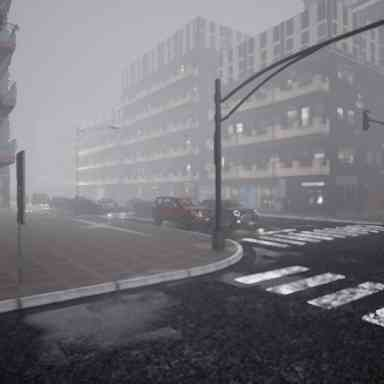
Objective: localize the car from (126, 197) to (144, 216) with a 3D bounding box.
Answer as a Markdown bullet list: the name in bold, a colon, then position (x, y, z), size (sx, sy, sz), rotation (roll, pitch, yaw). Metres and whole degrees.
- **car**: position (-3.436, 1.370, 28.637), size (2.033, 1.411, 5.357), rotation (-1, 0, -36)

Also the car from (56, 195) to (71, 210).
- **car**: position (-13.904, 1.370, 38.697), size (1.947, 1.339, 4.313), rotation (0, 0, -36)

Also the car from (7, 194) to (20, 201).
- **car**: position (-40.472, 1.191, 75.408), size (1.967, 1.590, 4.097), rotation (-1, 0, -36)

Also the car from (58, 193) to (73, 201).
- **car**: position (-27.041, 1.129, 71.143), size (1.967, 1.590, 4.097), rotation (-1, 0, -36)

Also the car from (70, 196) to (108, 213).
- **car**: position (-10.583, 1.363, 34.108), size (1.887, 1.381, 4.507), rotation (0, 0, -36)

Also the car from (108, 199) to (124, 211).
- **car**: position (-9.168, 1.397, 36.576), size (1.895, 1.301, 4.718), rotation (-1, 0, -36)

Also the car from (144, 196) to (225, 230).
- **car**: position (-0.621, 1.182, 20.339), size (2.192, 1.841, 5.009), rotation (0, 0, -36)

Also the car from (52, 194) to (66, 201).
- **car**: position (-30.360, 1.239, 75.732), size (2.008, 1.369, 4.403), rotation (-1, 0, -36)

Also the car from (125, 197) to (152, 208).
- **car**: position (-7.115, 1.323, 43.611), size (1.802, 1.307, 4.206), rotation (0, 0, -36)

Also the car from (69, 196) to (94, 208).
- **car**: position (-14.879, 1.297, 44.538), size (1.812, 1.442, 4.674), rotation (-1, 1, -36)

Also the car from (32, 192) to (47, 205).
- **car**: position (-23.868, 1.082, 52.463), size (2.192, 1.841, 5.009), rotation (0, 0, -36)

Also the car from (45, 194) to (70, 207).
- **car**: position (-17.226, 1.356, 43.288), size (1.947, 1.339, 4.313), rotation (0, 0, -36)

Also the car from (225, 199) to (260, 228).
- **car**: position (2.134, 1.204, 20.867), size (2.097, 1.767, 4.553), rotation (-1, 0, -34)

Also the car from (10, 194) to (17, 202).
- **car**: position (-37.150, 1.333, 70.820), size (1.802, 1.307, 4.206), rotation (-1, 0, -36)
